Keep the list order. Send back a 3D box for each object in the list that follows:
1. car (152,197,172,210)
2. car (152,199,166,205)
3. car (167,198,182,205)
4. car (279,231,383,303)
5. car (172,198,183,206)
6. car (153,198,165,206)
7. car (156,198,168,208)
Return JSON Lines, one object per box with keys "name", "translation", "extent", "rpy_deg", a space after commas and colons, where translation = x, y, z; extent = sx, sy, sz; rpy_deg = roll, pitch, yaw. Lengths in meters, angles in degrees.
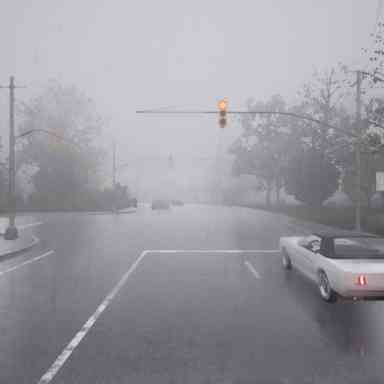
{"name": "car", "translation": [-4.046, 1.421, 43.078], "extent": [2.097, 1.767, 4.553], "rpy_deg": [0, -1, -3]}
{"name": "car", "translation": [-8.238, 2.454, 83.113], "extent": [1.895, 1.301, 4.718], "rpy_deg": [0, -1, -25]}
{"name": "car", "translation": [-4.438, 2.352, 83.047], "extent": [2.128, 1.511, 4.902], "rpy_deg": [0, -1, -22]}
{"name": "car", "translation": [3.598, 1.600, 8.170], "extent": [1.895, 1.301, 4.718], "rpy_deg": [0, 0, 0]}
{"name": "car", "translation": [-3.115, 2.080, 66.328], "extent": [1.895, 1.301, 4.718], "rpy_deg": [0, -1, -12]}
{"name": "car", "translation": [-6.284, 1.909, 63.488], "extent": [1.882, 1.535, 5.008], "rpy_deg": [0, -1, -10]}
{"name": "car", "translation": [-4.827, 1.717, 53.183], "extent": [1.837, 1.490, 4.892], "rpy_deg": [0, -1, -7]}
